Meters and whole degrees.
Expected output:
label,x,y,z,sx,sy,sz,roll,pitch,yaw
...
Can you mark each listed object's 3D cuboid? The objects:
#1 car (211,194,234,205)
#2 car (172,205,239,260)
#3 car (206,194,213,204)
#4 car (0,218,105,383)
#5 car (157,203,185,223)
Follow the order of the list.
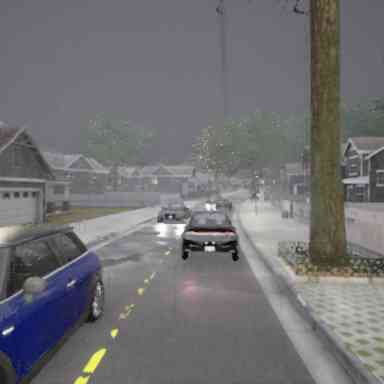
label,x,y,z,sx,sy,sz,roll,pitch,yaw
car,3.889,1.278,39.636,2.128,1.511,4.902,1,1,9
car,0.687,1.460,12.310,2.128,1.511,4.902,0,0,4
car,3.517,1.085,53.066,2.128,1.511,4.902,1,1,12
car,-2.683,1.315,4.104,2.097,1.767,4.553,1,0,2
car,-1.224,1.468,24.150,1.994,1.385,4.181,1,0,7
